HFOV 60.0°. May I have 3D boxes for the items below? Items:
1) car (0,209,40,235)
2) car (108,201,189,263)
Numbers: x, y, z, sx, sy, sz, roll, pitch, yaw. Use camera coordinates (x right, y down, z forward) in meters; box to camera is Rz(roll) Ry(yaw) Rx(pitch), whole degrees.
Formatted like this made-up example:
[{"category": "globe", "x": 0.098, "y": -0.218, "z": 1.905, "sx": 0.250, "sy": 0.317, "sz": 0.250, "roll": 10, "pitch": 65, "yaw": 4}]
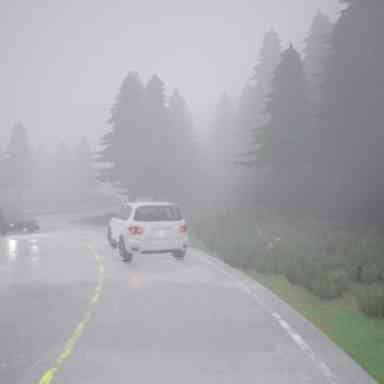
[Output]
[{"category": "car", "x": -11.389, "y": 1.774, "z": 20.728, "sx": 5.357, "sy": 1.411, "sz": 2.033, "roll": -1, "pitch": -1, "yaw": 44}, {"category": "car", "x": -1.880, "y": 1.367, "z": 12.916, "sx": 2.150, "sy": 2.045, "sz": 5.566, "roll": 0, "pitch": 0, "yaw": -21}]
